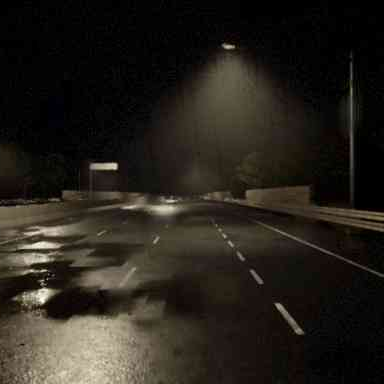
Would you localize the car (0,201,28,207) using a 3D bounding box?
[{"bbox_3d":[-17.576,1.701,32.640,1.882,1.535,5.008,0,0,0],"label":"car"}]
